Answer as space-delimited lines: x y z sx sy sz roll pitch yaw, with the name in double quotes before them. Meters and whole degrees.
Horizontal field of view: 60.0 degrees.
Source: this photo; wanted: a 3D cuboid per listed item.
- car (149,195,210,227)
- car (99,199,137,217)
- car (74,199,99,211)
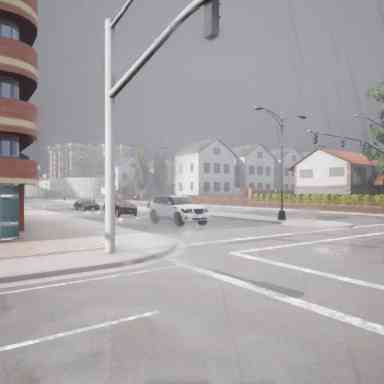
"car" -1.053 1.221 23.514 2.150 2.045 5.566 0 0 -35
"car" -6.959 1.476 32.054 1.882 1.535 5.008 0 0 -34
"car" -13.002 1.547 40.815 2.033 1.411 5.357 0 0 -35
